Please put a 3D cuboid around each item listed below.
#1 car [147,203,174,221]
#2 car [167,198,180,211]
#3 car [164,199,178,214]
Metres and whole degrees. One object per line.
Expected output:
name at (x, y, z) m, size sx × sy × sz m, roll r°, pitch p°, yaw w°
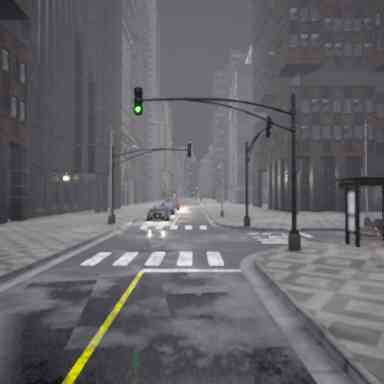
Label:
car at (-3.110, 1.987, 31.663) m, size 1.994 × 1.385 × 4.181 m, roll 0°, pitch -1°, yaw 0°
car at (-3.106, 1.922, 52.758) m, size 2.150 × 2.045 × 5.566 m, roll 0°, pitch 0°, yaw 0°
car at (-3.112, 2.039, 42.075) m, size 1.882 × 1.535 × 5.008 m, roll 0°, pitch -1°, yaw 0°
